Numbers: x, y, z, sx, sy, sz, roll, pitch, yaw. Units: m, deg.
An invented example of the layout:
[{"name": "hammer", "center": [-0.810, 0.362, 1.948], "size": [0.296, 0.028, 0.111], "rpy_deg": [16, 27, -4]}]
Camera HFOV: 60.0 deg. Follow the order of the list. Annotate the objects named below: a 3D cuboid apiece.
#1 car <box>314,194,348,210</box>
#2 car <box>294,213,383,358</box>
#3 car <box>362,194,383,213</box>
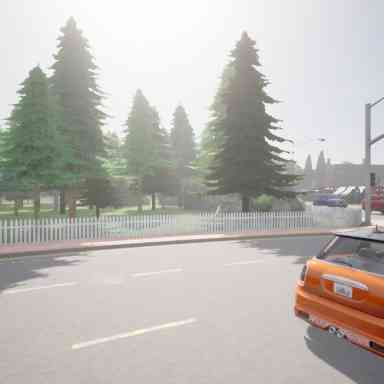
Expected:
[{"name": "car", "center": [18.031, 1.277, 43.708], "size": [2.150, 2.045, 5.566], "rpy_deg": [0, 0, -8]}, {"name": "car", "center": [3.966, 1.352, 5.453], "size": [4.553, 1.767, 2.097], "rpy_deg": [0, 0, -26]}, {"name": "car", "center": [19.419, 1.277, 33.192], "size": [2.150, 2.045, 5.566], "rpy_deg": [0, 0, -7]}]
